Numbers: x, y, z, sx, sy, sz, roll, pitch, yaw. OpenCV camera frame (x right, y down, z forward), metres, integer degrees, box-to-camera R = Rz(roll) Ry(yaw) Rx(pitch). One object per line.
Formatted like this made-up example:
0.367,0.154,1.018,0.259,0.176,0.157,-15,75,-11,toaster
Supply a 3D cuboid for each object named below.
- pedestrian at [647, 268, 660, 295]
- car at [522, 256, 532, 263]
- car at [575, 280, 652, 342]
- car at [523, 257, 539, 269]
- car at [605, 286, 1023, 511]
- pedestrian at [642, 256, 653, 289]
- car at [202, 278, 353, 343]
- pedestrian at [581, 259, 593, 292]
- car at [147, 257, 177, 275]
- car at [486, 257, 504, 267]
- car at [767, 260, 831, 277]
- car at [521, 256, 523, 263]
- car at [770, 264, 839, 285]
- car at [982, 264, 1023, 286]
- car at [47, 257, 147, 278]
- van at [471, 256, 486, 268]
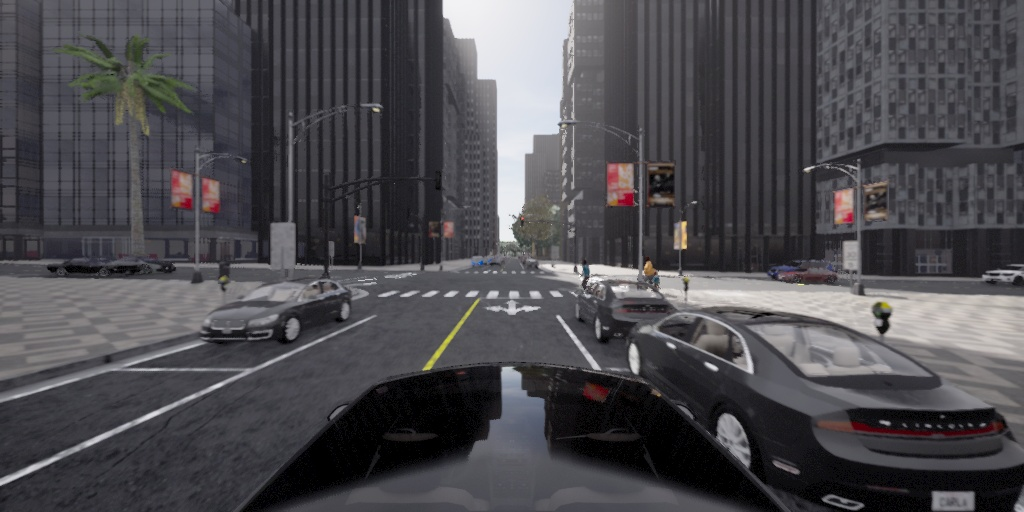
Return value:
6.695,1.231,16.604,0.500,1.100,0.500,0,0,0,pedestrian
3.010,1.118,57.288,1.751,1.417,4.829,0,0,1,car
2.764,1.277,9.423,2.007,1.370,4.403,0,0,0,car
2.957,1.158,51.605,2.007,1.370,4.403,0,0,1,car
2.764,1.292,4.430,2.007,1.370,4.403,0,0,0,car
6.635,0.843,17.292,0.375,1.860,0.375,0,0,0,pedestrian
-5.761,1.277,9.427,2.007,1.370,4.403,0,0,0,car
3.667,0.995,17.894,0.375,1.860,0.375,0,0,0,pedestrian
-29.131,0.744,28.241,4.181,1.385,1.994,1,0,0,car
-2.756,1.186,60.336,1.895,1.301,4.718,0,0,1,car
28.001,1.428,34.741,5.566,2.045,2.150,1,0,0,car
3.059,1.129,62.631,2.007,1.370,4.403,0,0,1,car
25.937,1.697,31.502,4.674,1.442,1.812,1,0,0,car
49.194,1.819,34.583,5.566,2.045,2.150,1,0,0,car
-28.944,0.788,24.988,4.718,1.301,1.895,1,0,0,car
-5.517,0.934,57.194,1.690,1.789,3.998,0,0,1,van
